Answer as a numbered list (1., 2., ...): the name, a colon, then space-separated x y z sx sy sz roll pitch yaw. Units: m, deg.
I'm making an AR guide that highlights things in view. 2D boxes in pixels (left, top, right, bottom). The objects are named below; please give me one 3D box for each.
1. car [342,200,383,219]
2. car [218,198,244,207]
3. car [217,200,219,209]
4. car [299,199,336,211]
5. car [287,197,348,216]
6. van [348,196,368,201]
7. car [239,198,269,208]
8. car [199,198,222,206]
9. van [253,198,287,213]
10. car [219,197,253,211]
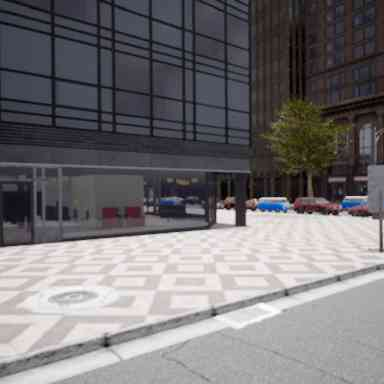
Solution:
1. car: 16.210 1.697 29.917 1.802 1.307 4.206 -2 0 -35
2. car: 6.702 1.834 58.009 1.887 1.381 4.507 -1 0 -35
3. car: 3.048 1.885 48.435 2.008 1.369 4.403 -1 0 -35
4. car: 16.572 1.698 44.122 1.947 1.339 4.313 -1 0 -35
5. car: 12.913 1.487 34.545 2.192 1.841 5.009 -2 0 -35
6. van: 19.857 1.417 39.492 1.690 1.788 3.998 -2 0 -35
7. car: 9.893 1.765 53.518 1.752 1.417 4.829 -1 0 -35
8. car: 3.412 1.890 62.637 2.008 1.369 4.403 -1 0 -35
9. van: 9.623 1.569 39.175 1.690 1.788 3.998 -1 0 -35
10. car: 6.333 1.597 43.804 2.192 1.841 5.009 -1 0 -35
